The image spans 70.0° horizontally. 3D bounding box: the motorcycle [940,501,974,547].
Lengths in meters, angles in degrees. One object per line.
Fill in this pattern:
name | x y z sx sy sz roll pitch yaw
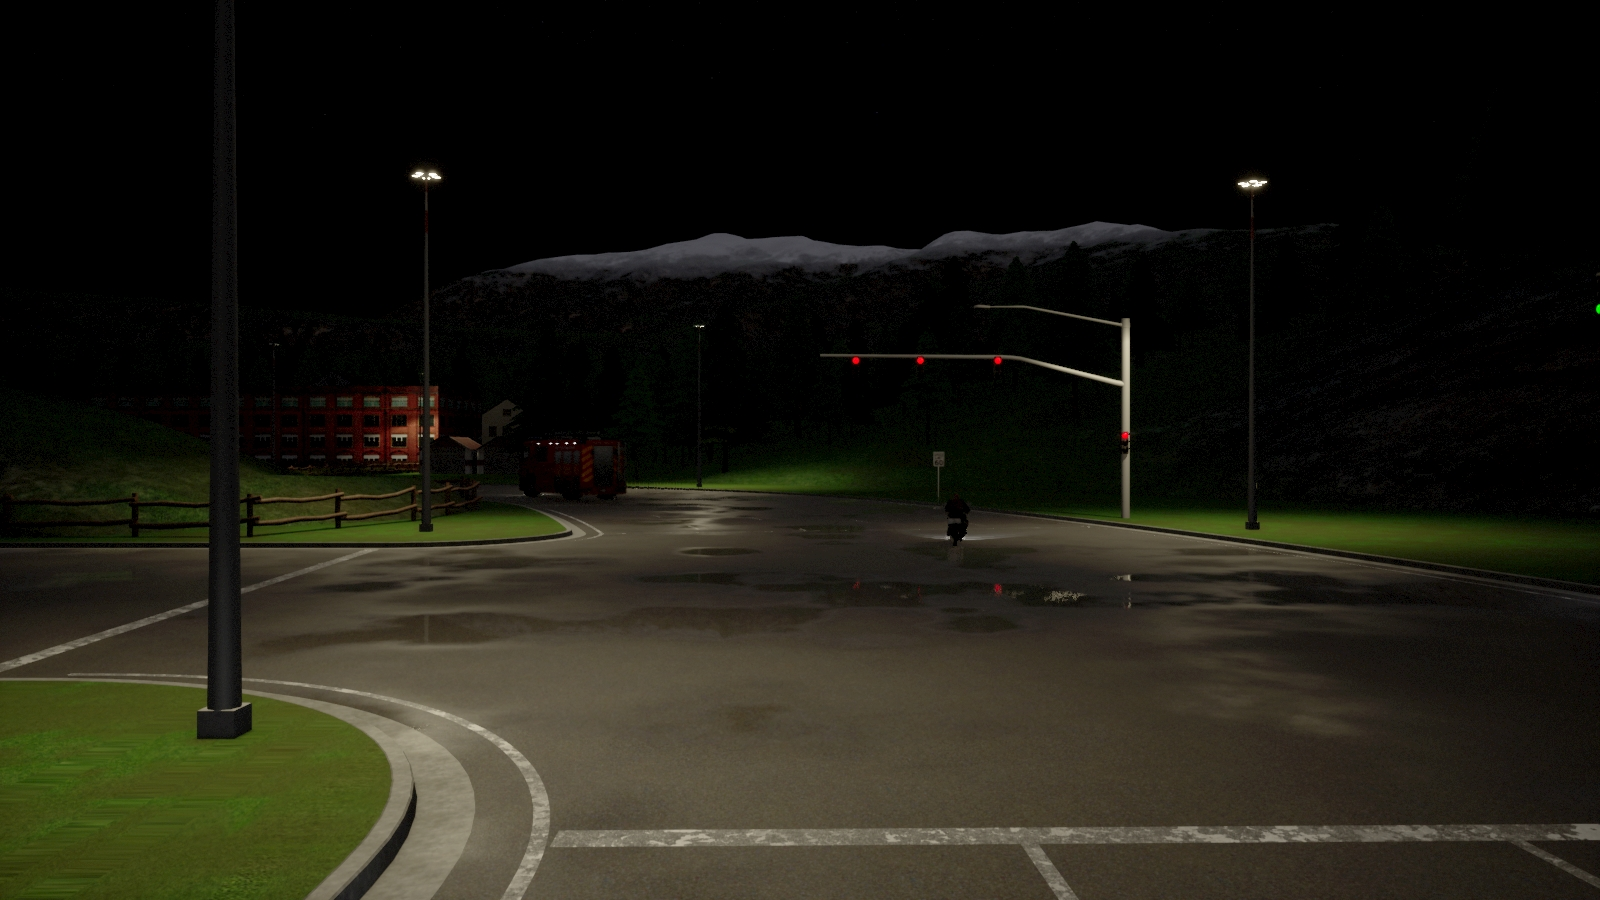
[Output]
motorcycle | 4.727 2.205 34.355 0.867 1.251 2.209 -2 0 11
